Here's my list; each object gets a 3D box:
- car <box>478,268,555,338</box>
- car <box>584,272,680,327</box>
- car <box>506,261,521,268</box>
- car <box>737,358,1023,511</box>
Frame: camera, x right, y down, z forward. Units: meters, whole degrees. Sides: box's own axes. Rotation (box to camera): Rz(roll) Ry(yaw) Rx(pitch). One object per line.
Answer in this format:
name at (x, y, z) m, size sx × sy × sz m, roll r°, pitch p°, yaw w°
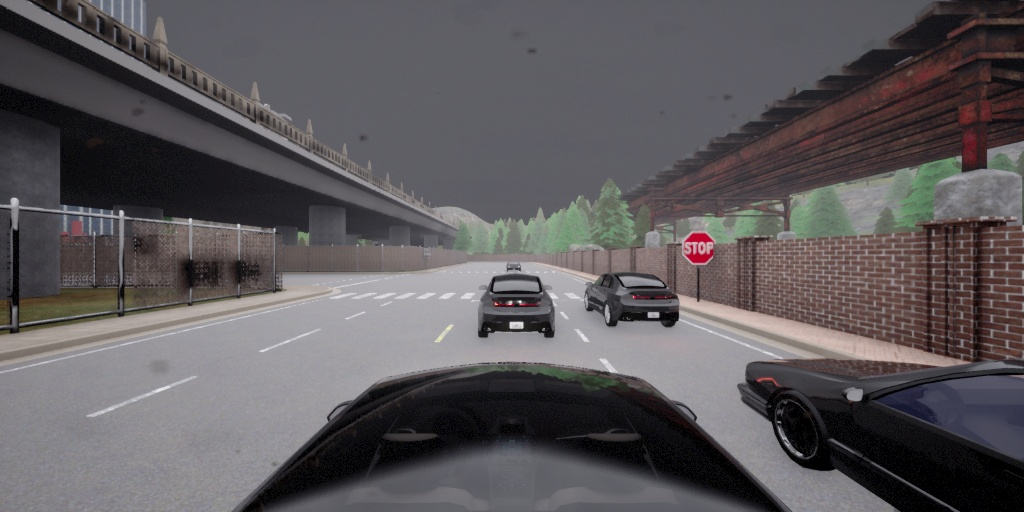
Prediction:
car at (0.104, 1.255, 10.177) m, size 1.837 × 1.490 × 4.892 m, roll 0°, pitch 0°, yaw 0°
car at (3.606, 1.255, 11.534) m, size 1.837 × 1.490 × 4.892 m, roll 0°, pitch 0°, yaw 0°
car at (0.213, 1.351, 46.366) m, size 1.895 × 1.301 × 4.718 m, roll 0°, pitch 0°, yaw -1°
car at (3.600, 1.297, 1.788) m, size 2.033 × 1.411 × 5.357 m, roll 0°, pitch 0°, yaw 0°
